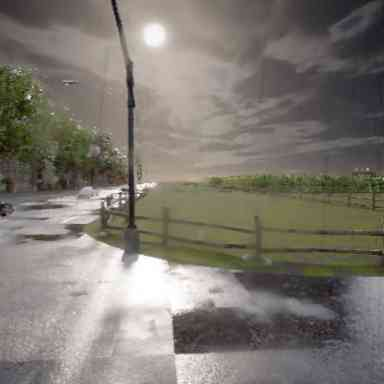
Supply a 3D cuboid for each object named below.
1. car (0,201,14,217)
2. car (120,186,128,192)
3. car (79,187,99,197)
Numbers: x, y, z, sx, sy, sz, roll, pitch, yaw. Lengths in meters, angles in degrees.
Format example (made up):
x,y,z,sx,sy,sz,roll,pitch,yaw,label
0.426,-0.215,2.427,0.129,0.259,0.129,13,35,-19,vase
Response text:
x,y,z,sx,sy,sz,roll,pitch,yaw,label
-12.198,0.913,18.939,2.033,1.411,5.357,0,2,-5,car
-12.369,-0.524,63.230,1.895,1.301,4.718,0,2,-5,car
-14.411,-0.025,46.471,1.812,1.442,4.674,0,2,-4,car
